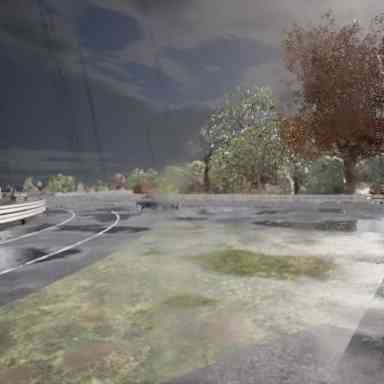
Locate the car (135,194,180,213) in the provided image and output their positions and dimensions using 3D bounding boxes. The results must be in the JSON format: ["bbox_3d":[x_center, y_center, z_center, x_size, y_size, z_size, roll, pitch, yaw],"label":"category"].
[{"bbox_3d":[-3.229,0.957,30.449,4.892,1.490,1.837,0,1,43],"label":"car"}]
